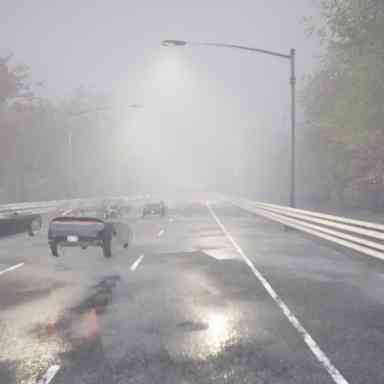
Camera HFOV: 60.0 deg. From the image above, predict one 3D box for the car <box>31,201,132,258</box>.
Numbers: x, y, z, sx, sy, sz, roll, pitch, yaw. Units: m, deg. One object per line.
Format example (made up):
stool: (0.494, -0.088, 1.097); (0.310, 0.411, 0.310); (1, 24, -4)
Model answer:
car: (-3.316, 1.326, 11.600); (2.128, 1.511, 4.902); (0, -6, -1)

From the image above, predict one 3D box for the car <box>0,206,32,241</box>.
car: (-6.916, 1.140, 11.244); (1.895, 1.301, 4.718); (-4, 0, 0)

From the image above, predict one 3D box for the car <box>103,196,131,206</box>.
car: (-6.631, 1.246, 28.904); (2.097, 1.767, 4.553); (0, 0, 1)

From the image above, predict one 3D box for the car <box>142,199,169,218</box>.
car: (-3.130, 1.384, 29.196); (2.128, 1.511, 4.902); (0, 0, 1)

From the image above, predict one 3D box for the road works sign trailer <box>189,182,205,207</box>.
road works sign trailer: (0.704, 0.270, 48.460); (2.380, 3.560, 2.880); (0, 0, 2)
